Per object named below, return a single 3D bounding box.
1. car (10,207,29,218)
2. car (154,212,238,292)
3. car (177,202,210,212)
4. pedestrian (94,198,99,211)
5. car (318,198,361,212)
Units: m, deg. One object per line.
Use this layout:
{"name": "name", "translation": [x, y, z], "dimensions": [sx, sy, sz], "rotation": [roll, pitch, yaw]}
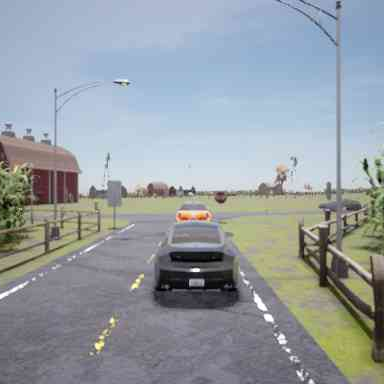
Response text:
{"name": "car", "translation": [-19.084, 1.977, 33.734], "dimensions": [4.718, 1.301, 1.895], "rotation": [-1, -1, 6]}
{"name": "car", "translation": [0.095, 1.533, 8.971], "dimensions": [1.837, 1.490, 4.892], "rotation": [0, 0, 0]}
{"name": "car", "translation": [0.086, 1.414, 21.140], "dimensions": [2.097, 1.767, 4.553], "rotation": [0, 0, 0]}
{"name": "pedestrian", "translation": [-11.203, 1.601, 38.986], "dimensions": [0.375, 1.860, 0.375], "rotation": [0, 0, 4]}
{"name": "car", "translation": [16.008, 1.389, 36.167], "dimensions": [4.181, 1.385, 1.994], "rotation": [-1, -1, -3]}
